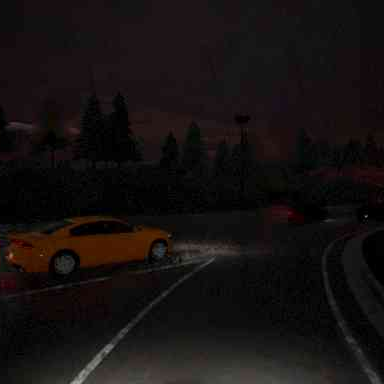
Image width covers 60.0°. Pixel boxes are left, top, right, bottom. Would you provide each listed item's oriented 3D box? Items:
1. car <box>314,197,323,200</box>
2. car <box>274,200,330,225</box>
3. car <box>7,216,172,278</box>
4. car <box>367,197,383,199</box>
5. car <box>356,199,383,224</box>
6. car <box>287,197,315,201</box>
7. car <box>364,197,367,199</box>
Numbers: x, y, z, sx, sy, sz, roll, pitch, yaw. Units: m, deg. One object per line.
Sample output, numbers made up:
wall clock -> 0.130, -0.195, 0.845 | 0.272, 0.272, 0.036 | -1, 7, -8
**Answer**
car -> 17.302, 1.440, 46.983 | 4.553, 1.767, 2.097 | 0, 0, -41
car -> 8.307, 1.593, 24.962 | 5.357, 1.411, 2.033 | 0, 0, -42
car -> -2.879, 1.495, 10.357 | 5.008, 1.535, 1.882 | 0, 0, -42
car -> 31.138, 1.582, 54.580 | 5.008, 1.535, 1.882 | 0, 0, -42
car -> 14.374, 1.540, 25.609 | 4.902, 1.511, 2.128 | 0, 0, -42
car -> 11.442, 1.595, 37.104 | 4.674, 1.442, 1.812 | 0, 0, -42
car -> 32.803, 1.608, 60.822 | 4.902, 1.511, 2.128 | 0, 0, -41
